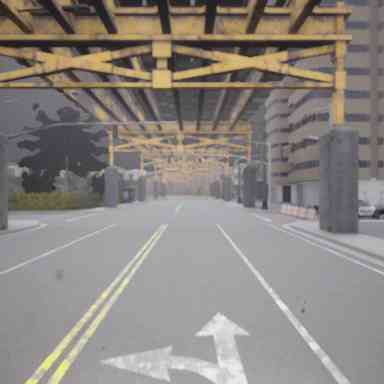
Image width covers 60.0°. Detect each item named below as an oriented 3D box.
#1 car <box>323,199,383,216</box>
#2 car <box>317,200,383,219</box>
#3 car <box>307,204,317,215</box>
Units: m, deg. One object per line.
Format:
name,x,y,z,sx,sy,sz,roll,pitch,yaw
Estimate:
car,13.241,1.251,27.258,4.536,1.218,1.853,0,0,-20
car,13.192,1.409,27.240,4.974,1.542,2.038,0,0,-20
car,13.507,1.402,31.399,4.974,1.542,2.038,0,0,25
